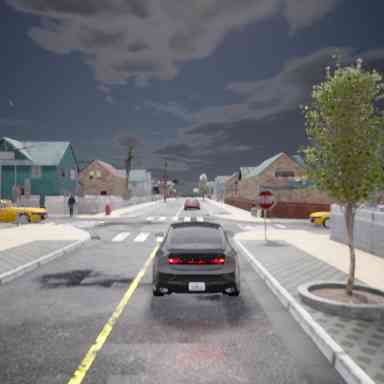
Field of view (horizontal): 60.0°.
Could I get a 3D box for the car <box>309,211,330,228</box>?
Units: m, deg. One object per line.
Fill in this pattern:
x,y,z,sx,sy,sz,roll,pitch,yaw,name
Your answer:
10.975,1.770,23.783,5.008,1.535,1.882,1,-1,-1,car

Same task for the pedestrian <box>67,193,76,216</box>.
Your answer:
-9.685,1.015,26.682,0.375,1.860,0.375,0,-2,0,pedestrian

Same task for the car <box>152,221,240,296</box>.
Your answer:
0.081,1.499,8.586,1.837,1.490,4.892,0,0,0,car

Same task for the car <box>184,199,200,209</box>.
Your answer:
0.007,1.579,44.187,1.994,1.385,4.181,0,0,0,car

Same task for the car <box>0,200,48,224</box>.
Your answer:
-11.674,1.216,20.815,5.008,1.535,1.882,1,-1,0,car
